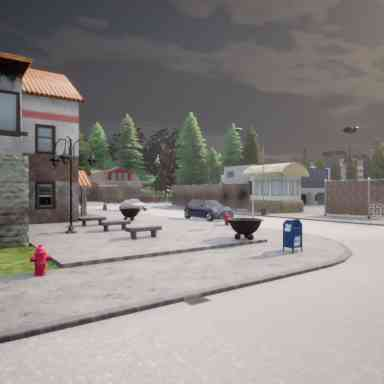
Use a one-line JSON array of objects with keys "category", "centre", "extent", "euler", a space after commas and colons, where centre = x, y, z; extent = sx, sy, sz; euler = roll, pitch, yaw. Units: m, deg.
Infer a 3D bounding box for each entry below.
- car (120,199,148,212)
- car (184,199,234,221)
[{"category": "car", "centre": [-6.818, 1.525, 38.506], "extent": [1.812, 1.442, 4.674], "euler": [0, 0, -35]}, {"category": "car", "centre": [1.309, 1.352, 27.020], "extent": [2.097, 1.767, 4.553], "euler": [0, 0, -35]}]
